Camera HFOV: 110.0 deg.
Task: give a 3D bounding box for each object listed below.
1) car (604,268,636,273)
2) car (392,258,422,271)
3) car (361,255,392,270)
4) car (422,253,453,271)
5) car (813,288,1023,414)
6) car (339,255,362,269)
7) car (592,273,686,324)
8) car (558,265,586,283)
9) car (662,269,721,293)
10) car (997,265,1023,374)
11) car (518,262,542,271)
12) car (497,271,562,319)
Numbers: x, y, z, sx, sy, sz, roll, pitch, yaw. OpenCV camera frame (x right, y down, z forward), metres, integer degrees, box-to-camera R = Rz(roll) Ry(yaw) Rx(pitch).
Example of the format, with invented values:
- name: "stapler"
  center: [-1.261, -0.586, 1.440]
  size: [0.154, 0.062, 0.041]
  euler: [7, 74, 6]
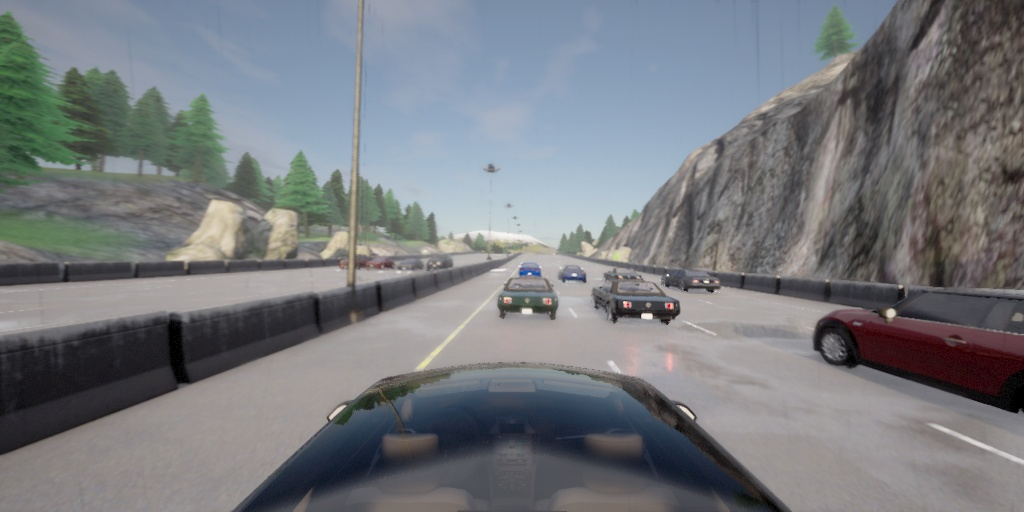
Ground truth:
- name: "car"
  center: [8.362, 1.550, 27.571]
  size: [1.895, 1.301, 4.718]
  euler: [1, 0, 3]
- name: "car"
  center: [-11.955, 0.979, 42.838]
  size: [2.033, 1.411, 5.357]
  euler: [1, 1, 3]
- name: "car"
  center: [-15.486, 0.842, 42.424]
  size: [1.882, 1.535, 5.008]
  euler: [1, 0, 3]
- name: "car"
  center: [-8.456, 0.712, 42.602]
  size: [2.150, 2.045, 5.566]
  euler: [1, 0, 3]
- name: "car"
  center: [7.201, 1.272, 5.503]
  size: [2.097, 1.767, 4.553]
  euler: [1, 0, 3]
- name: "car"
  center: [-18.927, 0.648, 43.423]
  size: [2.097, 1.767, 4.553]
  euler: [1, 1, 3]
- name: "car"
  center: [4.071, 1.476, 12.673]
  size: [1.895, 1.301, 4.718]
  euler: [1, 0, 3]
- name: "car"
  center: [4.986, 1.433, 29.972]
  size: [1.994, 1.385, 4.181]
  euler: [1, 0, 3]
- name: "car"
  center: [11.666, 1.578, 23.759]
  size: [2.033, 1.411, 5.357]
  euler: [1, 0, 3]
- name: "car"
  center: [10.647, 1.210, 4.340]
  size: [2.150, 2.045, 5.566]
  euler: [1, 0, 3]
- name: "car"
  center: [1.554, 1.269, 31.306]
  size: [1.882, 1.535, 5.008]
  euler: [1, 0, 3]
- name: "car"
  center: [0.590, 1.403, 13.113]
  size: [1.895, 1.301, 4.718]
  euler: [1, 0, 3]
